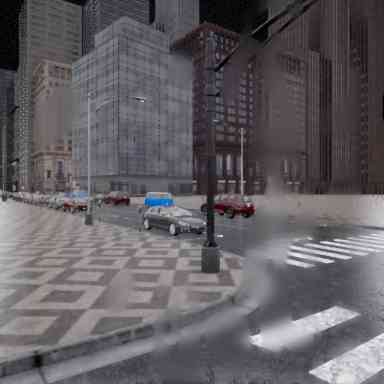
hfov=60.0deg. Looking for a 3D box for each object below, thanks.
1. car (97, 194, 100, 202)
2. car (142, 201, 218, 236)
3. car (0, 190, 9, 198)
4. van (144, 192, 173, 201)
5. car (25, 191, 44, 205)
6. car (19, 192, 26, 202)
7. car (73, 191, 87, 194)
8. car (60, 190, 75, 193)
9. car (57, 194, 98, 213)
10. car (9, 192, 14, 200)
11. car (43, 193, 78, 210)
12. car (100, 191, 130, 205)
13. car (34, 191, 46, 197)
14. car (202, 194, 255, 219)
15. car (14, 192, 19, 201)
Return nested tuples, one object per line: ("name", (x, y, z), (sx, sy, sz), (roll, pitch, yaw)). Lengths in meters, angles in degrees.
("car", (-13.094, 0.934, 48.600), (2.008, 1.369, 4.403), (1, 0, -35))
("car", (-1.015, 1.366, 16.991), (2.008, 1.369, 4.403), (1, 0, -35))
("car", (-39.062, 0.611, 70.319), (1.947, 1.339, 4.313), (1, 0, -36))
("van", (-3.577, 0.930, 35.266), (1.690, 1.788, 3.998), (1, 0, -35))
("car", (-20.038, 0.940, 43.655), (2.008, 1.369, 4.403), (1, 0, -36))
("car", (-23.209, 0.875, 48.100), (2.008, 1.369, 4.403), (1, 0, -35))
("car", (-16.087, 0.968, 48.355), (1.895, 1.301, 4.718), (0, 1, -36))
("car", (-21.860, 0.778, 56.445), (1.812, 1.442, 4.674), (0, 1, -35))
("car", (-10.526, 1.139, 30.323), (1.887, 1.381, 4.507), (1, 0, -35))
("car", (-29.550, 0.748, 56.987), (1.887, 1.381, 4.507), (1, 0, -36))
("car", (-13.696, 1.074, 34.766), (2.008, 1.369, 4.403), (1, 0, -35))
("car", (-9.919, 0.765, 44.155), (2.192, 1.841, 5.009), (1, 0, -35))
("car", (-38.461, 0.495, 84.155), (1.887, 1.381, 4.507), (0, 0, -36))
("car", (2.765, 1.049, 26.377), (2.192, 1.841, 5.009), (1, 0, -35))
("car", (-26.377, 0.702, 52.543), (1.967, 1.590, 4.097), (1, 0, -36))
